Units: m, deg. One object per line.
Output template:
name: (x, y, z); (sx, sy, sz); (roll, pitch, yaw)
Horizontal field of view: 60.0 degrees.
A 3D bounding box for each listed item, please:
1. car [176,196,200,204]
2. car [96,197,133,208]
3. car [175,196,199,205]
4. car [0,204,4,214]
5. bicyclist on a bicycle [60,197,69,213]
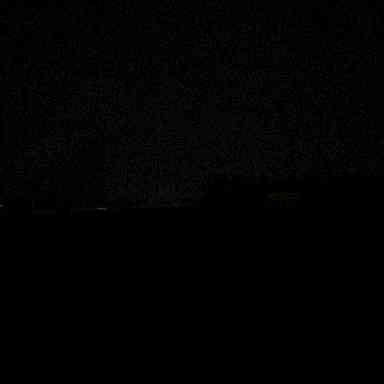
car: (-0.673, 1.484, 60.457); (1.812, 1.442, 4.674); (-1, -1, 35)
car: (-10.716, 1.463, 46.437); (2.033, 1.411, 5.357); (-1, -1, 36)
car: (-0.782, 1.366, 55.448); (1.882, 1.535, 5.008); (-1, -1, 36)
car: (-20.697, 1.514, 32.363); (1.994, 1.385, 4.181); (-1, -1, 34)
bicyclist on a bicycle: (-12.747, 1.317, 33.222); (1.656, 1.620, 0.582); (0, 0, 35)
